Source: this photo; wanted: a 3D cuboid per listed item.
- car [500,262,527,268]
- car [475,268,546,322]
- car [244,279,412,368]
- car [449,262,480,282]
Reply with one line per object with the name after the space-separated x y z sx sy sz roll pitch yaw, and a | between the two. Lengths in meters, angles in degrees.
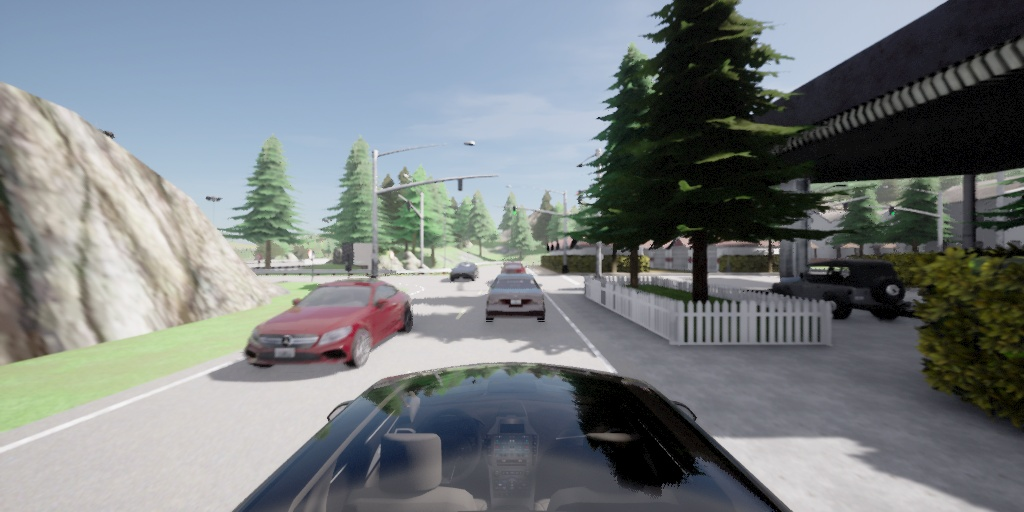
0.101 1.174 26.014 1.812 1.442 4.674 0 1 0 | car
0.105 1.294 12.280 2.033 1.411 5.357 0 0 0 | car
-3.570 1.274 7.969 1.812 1.442 4.674 0 0 0 | car
-3.590 1.186 28.036 2.033 1.411 5.357 0 0 0 | car
